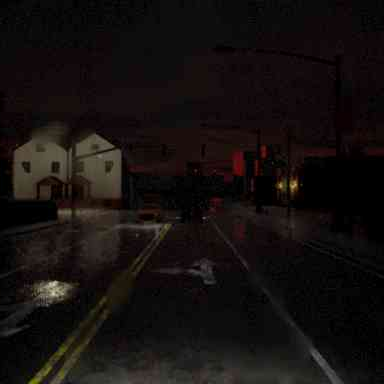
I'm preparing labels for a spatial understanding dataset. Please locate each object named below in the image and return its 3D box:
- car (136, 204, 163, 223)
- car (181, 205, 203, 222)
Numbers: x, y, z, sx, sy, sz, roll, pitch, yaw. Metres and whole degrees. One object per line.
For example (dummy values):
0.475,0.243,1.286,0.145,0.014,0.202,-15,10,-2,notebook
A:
-3.524,1.751,28.262,1.882,1.535,5.008,0,-1,0,car
-0.019,1.827,28.977,2.033,1.411,5.357,0,-1,0,car
